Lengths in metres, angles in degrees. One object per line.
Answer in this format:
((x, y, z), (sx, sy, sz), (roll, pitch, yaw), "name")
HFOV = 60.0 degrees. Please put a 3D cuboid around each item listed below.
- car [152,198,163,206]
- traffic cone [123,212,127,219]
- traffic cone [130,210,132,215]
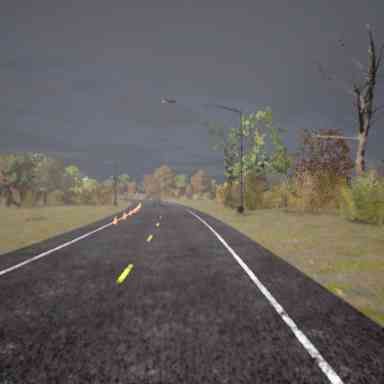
((-6.331, 1.843, 60.101), (2.033, 1.411, 5.357), (0, 0, -8), "car")
((-5.973, 2.072, 29.548), (0.340, 0.580, 0.340), (0, 0, -4), "traffic cone")
((-6.349, 2.098, 34.498), (0.340, 0.580, 0.340), (0, 0, -5), "traffic cone")
